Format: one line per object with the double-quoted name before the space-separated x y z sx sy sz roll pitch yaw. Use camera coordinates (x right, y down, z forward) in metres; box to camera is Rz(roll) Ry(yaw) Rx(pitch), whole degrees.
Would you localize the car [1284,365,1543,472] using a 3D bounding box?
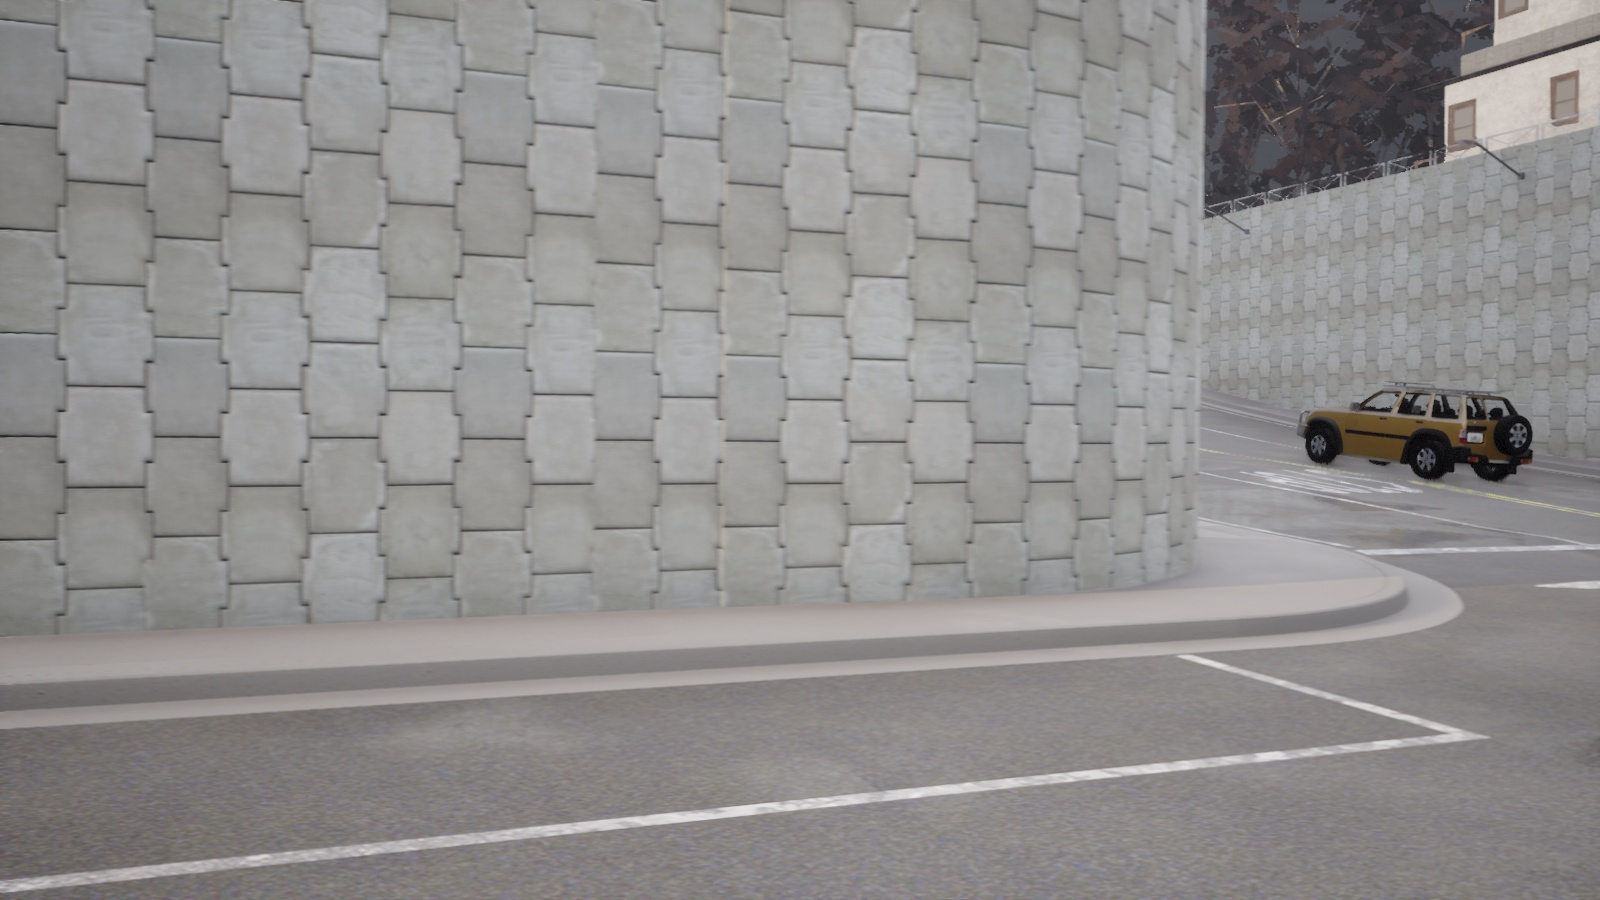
"car" 12.422 -0.723 25.836 1.932 1.855 4.605 1 5 -21
